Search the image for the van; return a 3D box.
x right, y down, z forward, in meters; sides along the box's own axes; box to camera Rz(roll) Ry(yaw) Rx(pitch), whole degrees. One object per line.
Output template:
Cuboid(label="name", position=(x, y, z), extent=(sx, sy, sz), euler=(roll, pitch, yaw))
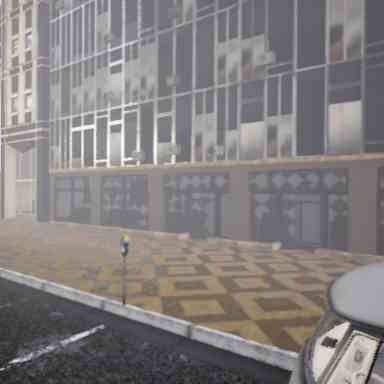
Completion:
Cuboid(label="van", position=(2.316, 1.351, 1.220), extent=(3.998, 1.788, 1.690), euler=(1, 0, 35))
